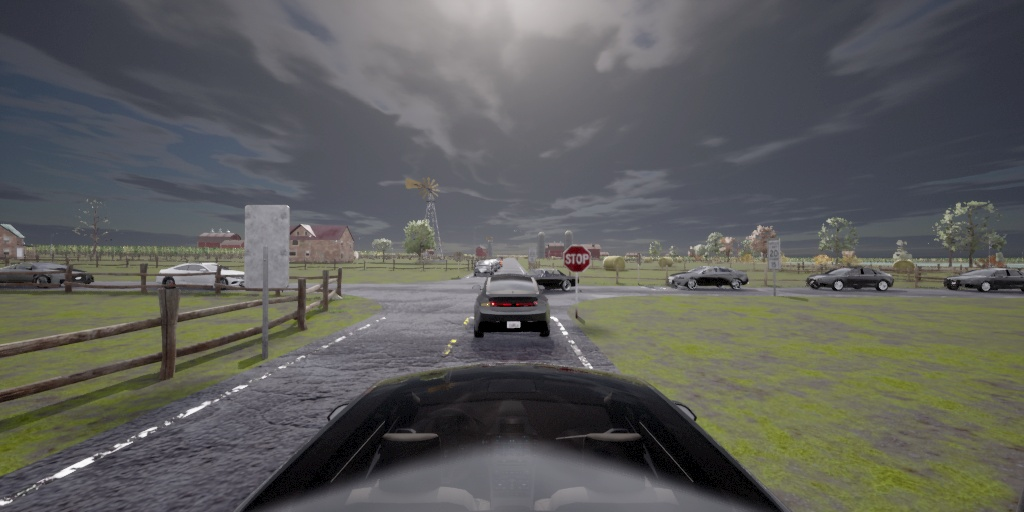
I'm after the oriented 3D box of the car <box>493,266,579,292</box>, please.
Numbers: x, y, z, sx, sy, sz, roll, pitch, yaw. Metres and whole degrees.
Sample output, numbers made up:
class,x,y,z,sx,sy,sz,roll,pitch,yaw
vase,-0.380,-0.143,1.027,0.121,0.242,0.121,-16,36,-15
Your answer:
class,x,y,z,sx,sy,sz,roll,pitch,yaw
car,1.510,1.369,20.305,4.718,1.301,1.895,1,0,-35

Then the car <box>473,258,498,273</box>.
class,x,y,z,sx,sy,sz,roll,pitch,yaw
car,-2.838,1.243,36.948,2.128,1.511,4.902,0,0,0

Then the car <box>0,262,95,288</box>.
class,x,y,z,sx,sy,sz,roll,pitch,yaw
car,-26.353,1.048,20.110,4.181,1.385,1.994,1,-1,-1

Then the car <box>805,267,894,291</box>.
class,x,y,z,sx,sy,sz,roll,pitch,yaw
car,22.212,1.499,23.692,4.892,1.490,1.837,1,-1,-1

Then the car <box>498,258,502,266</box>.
class,x,y,z,sx,sy,sz,roll,pitch,yaw
car,-2.826,1.241,46.394,2.128,1.511,4.902,0,0,0

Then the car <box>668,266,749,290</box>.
class,x,y,z,sx,sy,sz,roll,pitch,yaw
car,12.811,1.397,23.527,4.902,1.511,2.128,1,-1,-2

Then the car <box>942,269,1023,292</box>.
class,x,y,z,sx,sy,sz,roll,pitch,yaw
car,31.715,1.587,23.807,4.892,1.490,1.837,1,-1,-1

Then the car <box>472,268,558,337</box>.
class,x,y,z,sx,sy,sz,roll,pitch,yaw
car,-0.069,1.256,10.260,1.837,1.490,4.892,0,0,-3

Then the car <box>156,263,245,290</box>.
class,x,y,z,sx,sy,sz,roll,pitch,yaw
car,-17.233,1.103,20.227,4.674,1.442,1.812,1,-1,-1
